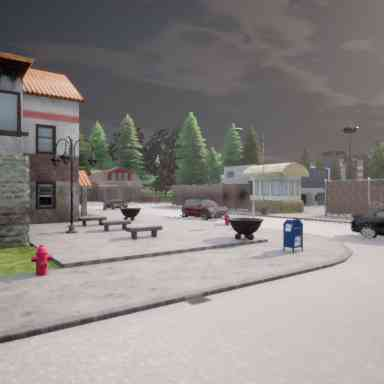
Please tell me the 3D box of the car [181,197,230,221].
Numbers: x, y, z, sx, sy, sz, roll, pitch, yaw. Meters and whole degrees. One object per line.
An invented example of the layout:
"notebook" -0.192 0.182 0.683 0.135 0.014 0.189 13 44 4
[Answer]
"car" 1.044 1.353 27.442 2.097 1.767 4.553 0 0 -36

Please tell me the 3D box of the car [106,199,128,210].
"car" -9.835 1.568 42.856 1.994 1.385 4.181 0 0 -35

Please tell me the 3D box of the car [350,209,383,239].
"car" 10.062 1.477 15.424 1.882 1.535 5.008 0 0 -43
